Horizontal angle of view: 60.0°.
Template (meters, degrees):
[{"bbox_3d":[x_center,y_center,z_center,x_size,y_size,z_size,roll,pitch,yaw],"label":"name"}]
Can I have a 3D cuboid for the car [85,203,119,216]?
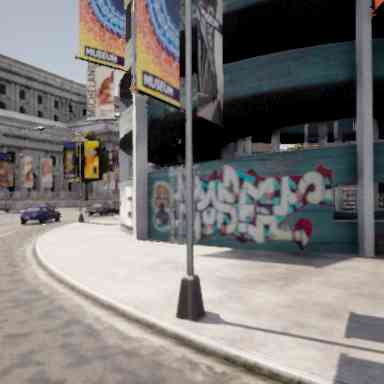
[{"bbox_3d":[-10.607,2.086,40.321,2.033,1.411,5.357,-1,-1,23],"label":"car"}]

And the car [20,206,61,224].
[{"bbox_3d":[-13.239,1.947,29.187,1.812,1.442,4.674,0,-1,2],"label":"car"}]
